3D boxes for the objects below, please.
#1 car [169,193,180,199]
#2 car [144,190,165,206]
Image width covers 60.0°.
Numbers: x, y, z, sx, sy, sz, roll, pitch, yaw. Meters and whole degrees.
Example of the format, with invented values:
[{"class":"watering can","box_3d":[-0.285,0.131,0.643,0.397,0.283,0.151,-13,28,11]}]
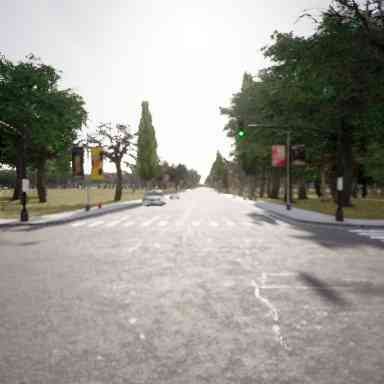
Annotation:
[{"class":"car","box_3d":[-3.786,0.855,72.074,1.812,1.442,4.674,0,0,2]},{"class":"car","box_3d":[-4.821,0.839,43.839,2.150,2.045,5.566,0,2,2]}]
